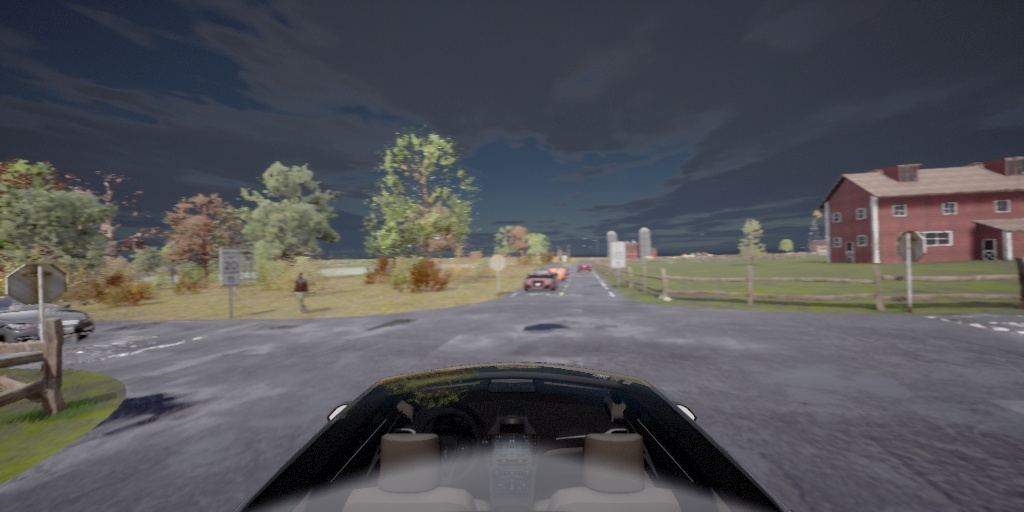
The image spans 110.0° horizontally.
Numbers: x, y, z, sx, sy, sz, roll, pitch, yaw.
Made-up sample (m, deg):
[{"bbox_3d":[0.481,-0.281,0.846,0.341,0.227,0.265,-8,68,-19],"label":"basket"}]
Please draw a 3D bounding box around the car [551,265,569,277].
[{"bbox_3d":[6.053,1.781,44.600,1.895,1.301,4.718,-2,-1,11],"label":"car"}]

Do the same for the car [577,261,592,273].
[{"bbox_3d":[10.950,1.539,54.344,2.097,1.767,4.553,-2,-1,11],"label":"car"}]

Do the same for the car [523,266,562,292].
[{"bbox_3d":[1.968,1.566,23.852,1.994,1.385,4.181,-2,-1,11],"label":"car"}]

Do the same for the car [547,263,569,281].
[{"bbox_3d":[4.084,1.446,34.618,2.097,1.767,4.553,-2,-1,11],"label":"car"}]

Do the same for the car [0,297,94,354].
[{"bbox_3d":[-15.334,1.995,10.853,4.902,1.511,2.128,-2,0,12],"label":"car"}]

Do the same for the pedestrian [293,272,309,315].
[{"bbox_3d":[-9.143,1.590,15.599,0.375,1.860,0.375,-2,0,12],"label":"pedestrian"}]
